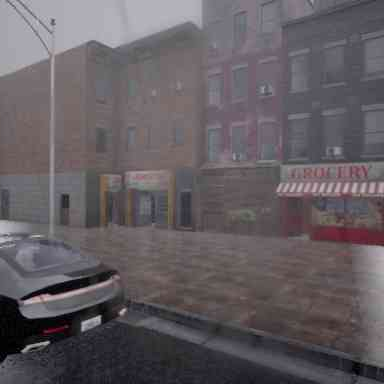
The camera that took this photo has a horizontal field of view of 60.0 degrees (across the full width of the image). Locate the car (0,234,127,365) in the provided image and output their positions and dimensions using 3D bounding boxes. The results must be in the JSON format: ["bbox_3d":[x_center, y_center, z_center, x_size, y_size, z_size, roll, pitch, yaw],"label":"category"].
[{"bbox_3d":[-3.285,1.492,5.746,4.902,1.511,2.128,0,0,35],"label":"car"}]
